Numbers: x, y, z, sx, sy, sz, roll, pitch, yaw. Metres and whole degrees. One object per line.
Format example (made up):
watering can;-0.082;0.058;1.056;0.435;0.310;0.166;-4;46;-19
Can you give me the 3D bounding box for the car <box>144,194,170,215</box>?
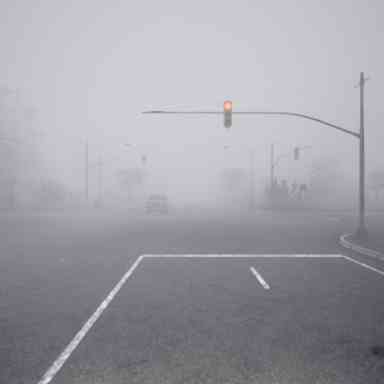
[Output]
car;-3.480;1.185;34.015;2.150;2.045;5.566;0;0;0
